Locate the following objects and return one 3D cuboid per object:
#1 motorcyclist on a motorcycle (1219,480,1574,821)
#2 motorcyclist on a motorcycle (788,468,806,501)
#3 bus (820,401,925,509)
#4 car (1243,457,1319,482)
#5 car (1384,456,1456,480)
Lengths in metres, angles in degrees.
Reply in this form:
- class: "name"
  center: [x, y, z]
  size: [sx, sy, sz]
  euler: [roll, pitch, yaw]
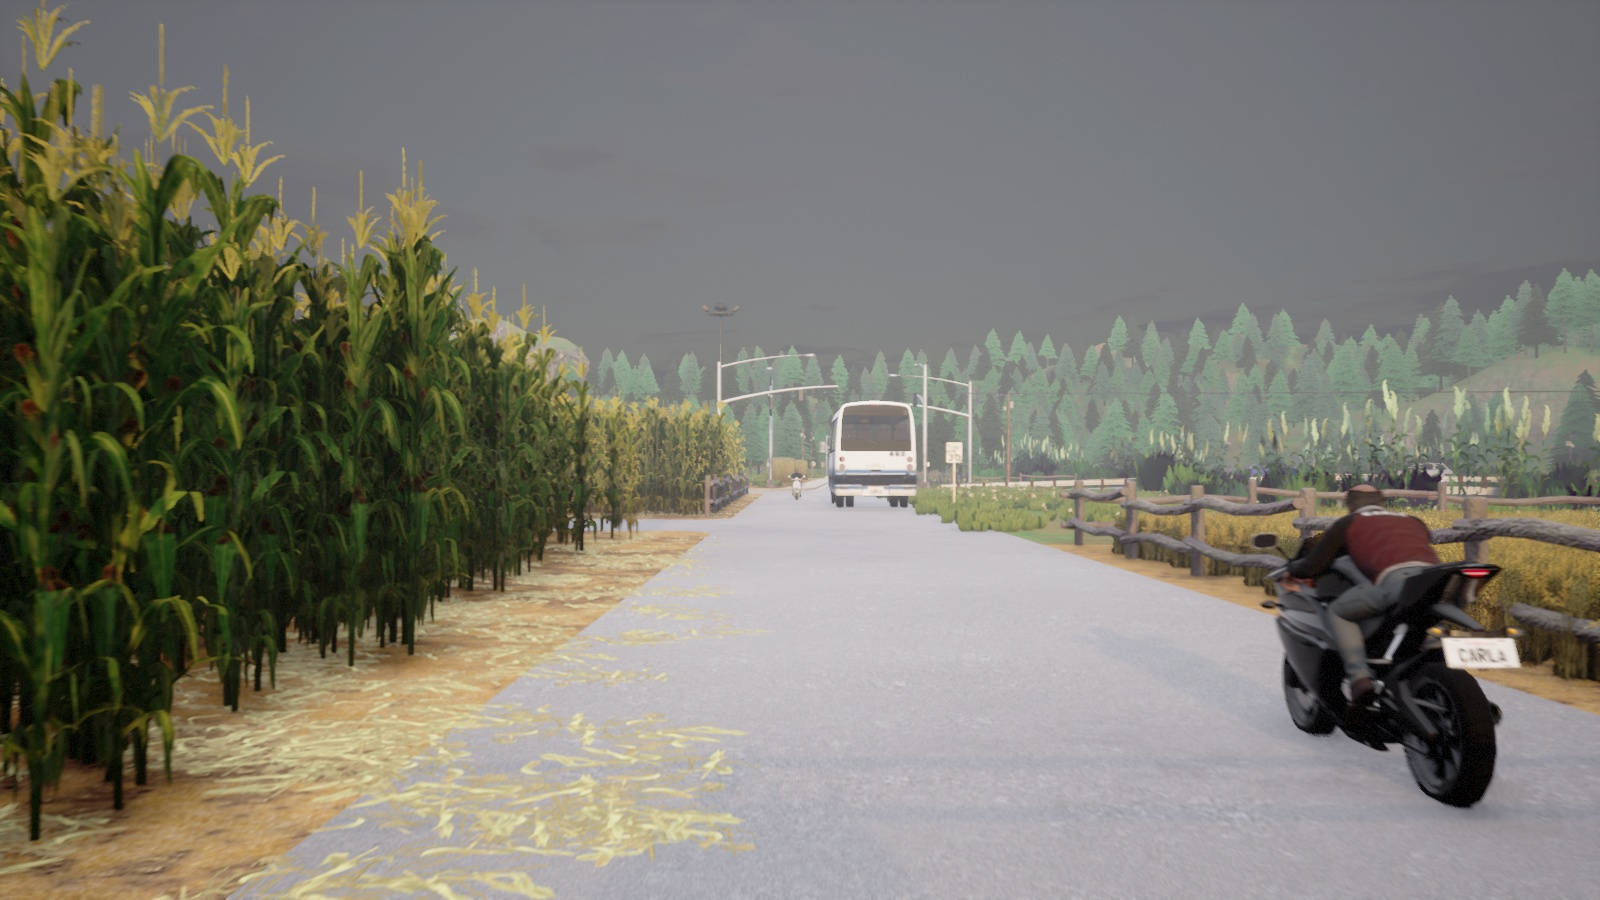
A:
- class: "motorcyclist on a motorcycle"
  center: [3.084, 0.938, 6.821]
  size: [0.866, 1.530, 2.191]
  euler: [0, -1, 0]
- class: "motorcyclist on a motorcycle"
  center: [-0.153, 1.726, 63.102]
  size: [0.866, 1.590, 1.817]
  euler: [0, -1, 0]
- class: "bus"
  center: [2.964, 0.257, 54.793]
  size: [3.944, 4.253, 10.273]
  euler: [0, -1, 0]
- class: "car"
  center: [30.817, 1.241, 80.570]
  size: [4.193, 1.474, 1.816]
  euler: [-1, -1, 7]
- class: "car"
  center: [40.818, 1.199, 82.791]
  size: [3.806, 1.475, 1.970]
  euler: [1, -1, 8]
